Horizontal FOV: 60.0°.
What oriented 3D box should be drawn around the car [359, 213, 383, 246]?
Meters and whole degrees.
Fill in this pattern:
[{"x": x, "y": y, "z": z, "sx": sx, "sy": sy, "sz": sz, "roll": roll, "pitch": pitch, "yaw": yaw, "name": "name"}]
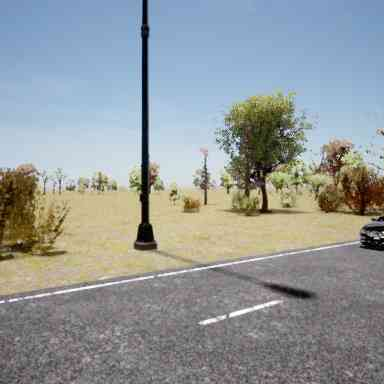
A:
[{"x": 8.991, "y": 1.497, "z": 14.027, "sx": 4.892, "sy": 1.490, "sz": 1.837, "roll": 0, "pitch": 0, "yaw": -35, "name": "car"}]
